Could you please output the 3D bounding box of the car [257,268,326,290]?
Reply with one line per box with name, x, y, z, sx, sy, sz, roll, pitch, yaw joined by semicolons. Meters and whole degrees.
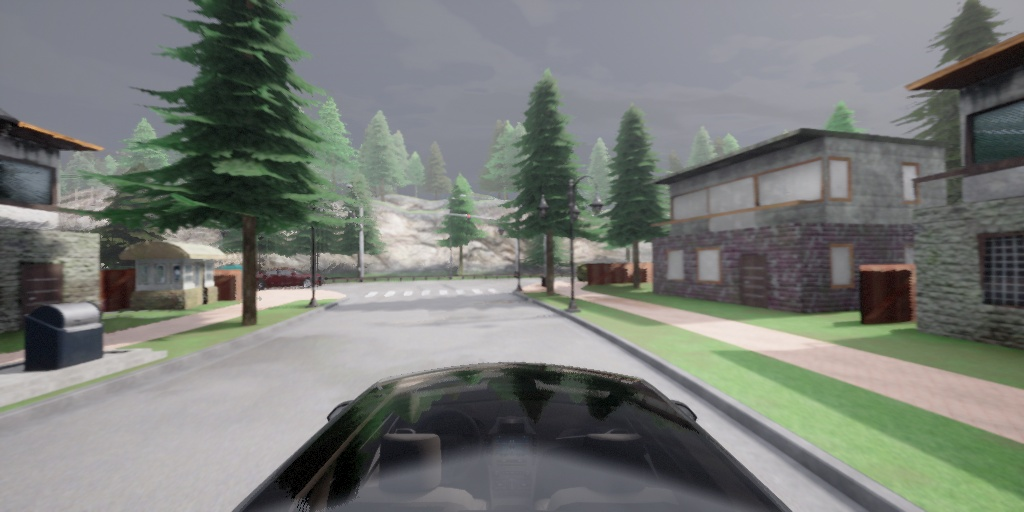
car;-16.349;1.598;26.078;5.008;1.535;1.882;-1;-1;-14
